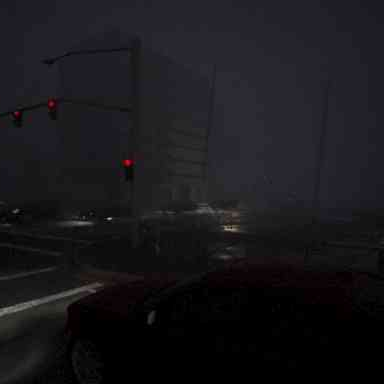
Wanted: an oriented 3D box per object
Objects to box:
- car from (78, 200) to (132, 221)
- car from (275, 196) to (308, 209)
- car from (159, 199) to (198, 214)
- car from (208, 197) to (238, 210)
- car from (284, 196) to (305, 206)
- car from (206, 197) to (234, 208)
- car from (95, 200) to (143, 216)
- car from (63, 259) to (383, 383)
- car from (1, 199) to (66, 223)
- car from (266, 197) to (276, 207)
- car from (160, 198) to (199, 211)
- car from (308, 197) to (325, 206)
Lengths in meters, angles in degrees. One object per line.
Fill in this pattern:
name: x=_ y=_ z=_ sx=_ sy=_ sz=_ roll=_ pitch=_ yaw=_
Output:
car: x=-6.797 y=1.572 z=27.730 sx=2.033 sy=1.411 sz=5.357 roll=0 pitch=0 yaw=34
car: x=13.449 y=1.555 z=44.613 sx=2.033 sy=1.411 sz=5.357 roll=0 pitch=0 yaw=34
car: x=-1.389 y=1.623 z=35.648 sx=1.895 sy=1.301 sz=4.718 roll=0 pitch=0 yaw=34
car: x=4.353 y=1.511 z=44.032 sx=2.128 sy=1.511 sz=4.902 roll=0 pitch=0 yaw=34
car: x=17.703 y=1.501 z=57.045 sx=2.128 sy=1.511 sz=4.902 roll=0 pitch=0 yaw=34
car: x=4.304 y=1.515 z=50.121 sx=2.128 sy=1.511 sz=4.902 roll=0 pitch=0 yaw=35
car: x=-7.202 y=1.554 z=33.322 sx=1.812 sy=1.442 sz=4.674 roll=0 pitch=0 yaw=34
car: x=0.693 y=1.479 z=3.465 sx=5.008 sy=1.535 sz=1.882 roll=0 pitch=0 yaw=35
car: x=-12.275 y=1.383 z=25.912 sx=2.097 sy=1.767 sz=4.553 roll=0 pitch=0 yaw=34
car: x=12.568 y=1.538 z=49.513 sx=1.812 sy=1.442 sz=4.674 roll=0 pitch=0 yaw=34
car: x=-1.472 y=1.573 z=41.731 sx=2.033 sy=1.411 sz=5.357 roll=0 pitch=0 yaw=34
car: x=20.485 y=1.569 z=54.919 sx=1.994 sy=1.385 sz=4.181 roll=0 pitch=0 yaw=34
